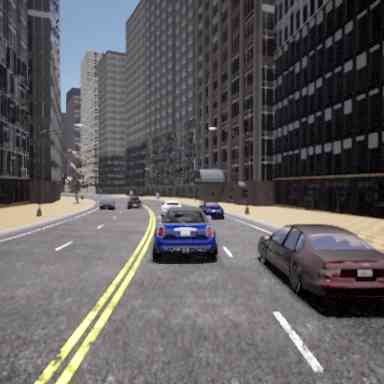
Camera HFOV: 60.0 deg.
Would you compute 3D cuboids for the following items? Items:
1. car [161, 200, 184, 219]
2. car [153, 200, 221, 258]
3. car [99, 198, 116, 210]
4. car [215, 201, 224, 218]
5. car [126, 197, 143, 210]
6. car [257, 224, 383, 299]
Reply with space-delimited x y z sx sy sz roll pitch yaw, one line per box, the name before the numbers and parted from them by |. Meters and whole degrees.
car | -1.799 1.459 29.431 1.812 1.442 4.674 0 0 -7
car | -0.310 1.327 12.745 2.097 1.767 4.553 0 0 -3
car | -10.378 1.458 41.159 2.033 1.411 5.357 0 0 -11
car | 1.517 1.497 29.060 1.994 1.385 4.181 0 0 -7
car | -7.298 1.407 42.268 1.837 1.490 4.892 0 0 -11
car | 3.126 1.534 8.647 2.033 1.411 5.357 0 0 -2
